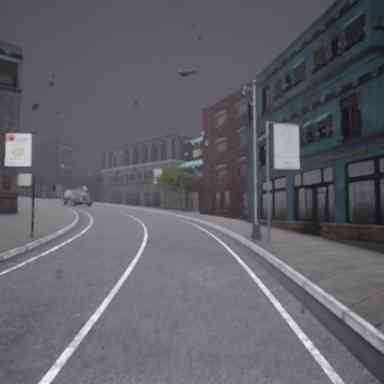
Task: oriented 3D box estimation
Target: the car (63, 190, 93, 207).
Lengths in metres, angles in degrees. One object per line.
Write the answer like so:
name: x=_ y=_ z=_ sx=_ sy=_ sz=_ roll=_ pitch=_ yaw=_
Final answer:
car: x=-14.374 y=0.770 z=41.777 sx=2.150 sy=2.045 sz=5.566 roll=3 pitch=0 yaw=-38
